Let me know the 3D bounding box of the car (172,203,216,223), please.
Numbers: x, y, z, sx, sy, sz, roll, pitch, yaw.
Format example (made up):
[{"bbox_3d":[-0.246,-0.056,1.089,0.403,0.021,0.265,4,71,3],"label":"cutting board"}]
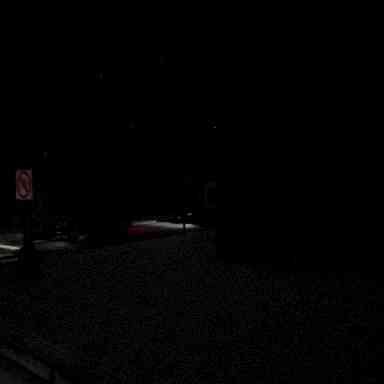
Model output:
[{"bbox_3d":[0.418,1.583,26.158,1.812,1.442,4.674,0,0,36],"label":"car"}]

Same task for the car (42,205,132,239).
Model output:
[{"bbox_3d":[-5.468,1.515,17.905,1.882,1.535,5.008,0,0,35],"label":"car"}]
